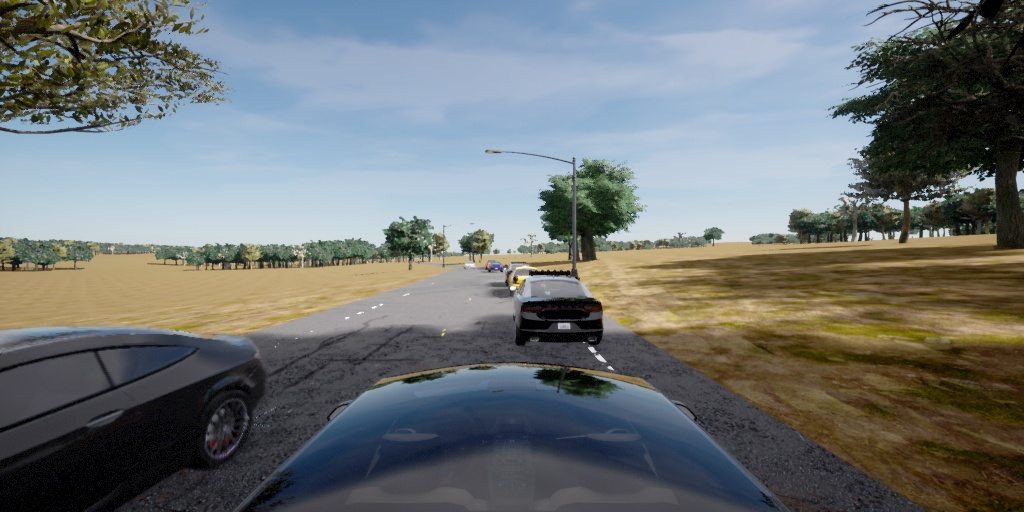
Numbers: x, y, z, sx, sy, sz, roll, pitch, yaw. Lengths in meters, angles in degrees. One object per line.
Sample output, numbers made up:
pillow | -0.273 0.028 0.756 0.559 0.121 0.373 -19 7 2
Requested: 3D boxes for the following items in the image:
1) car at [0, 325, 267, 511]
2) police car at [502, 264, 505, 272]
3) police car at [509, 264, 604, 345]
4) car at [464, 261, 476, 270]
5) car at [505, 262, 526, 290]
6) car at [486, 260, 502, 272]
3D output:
car | -3.628 1.275 2.163 1.812 1.442 4.674 0 0 0
police car | 0.467 1.224 25.763 1.930 1.638 5.238 0 0 -3
police car | 0.992 1.189 9.680 1.930 1.638 5.238 0 0 -1
car | -7.399 1.651 62.750 1.812 1.442 4.674 0 -1 -7
car | 0.723 1.241 19.814 1.801 1.575 5.366 0 0 -2
car | -2.201 1.453 48.353 1.812 1.442 4.674 0 -1 -5
